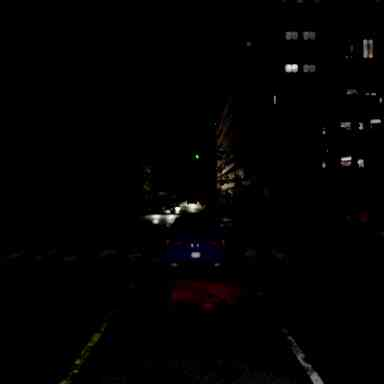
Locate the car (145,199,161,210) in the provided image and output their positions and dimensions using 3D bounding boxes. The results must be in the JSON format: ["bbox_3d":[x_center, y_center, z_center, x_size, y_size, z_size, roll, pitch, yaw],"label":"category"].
[{"bbox_3d":[-5.693,1.755,48.643,1.752,1.417,4.829,0,0,0],"label":"car"}]

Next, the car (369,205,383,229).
[{"bbox_3d":[15.201,1.884,22.640,5.008,1.535,1.882,1,0,-1],"label":"car"}]

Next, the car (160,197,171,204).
[{"bbox_3d":[-5.697,1.799,71.334,1.967,1.590,4.097,0,0,0],"label":"car"}]

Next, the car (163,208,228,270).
[{"bbox_3d":[0.099,1.526,11.293,1.882,1.535,5.008,0,0,0],"label":"car"}]

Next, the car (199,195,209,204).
[{"bbox_3d":[2.683,1.708,76.965,2.192,1.841,5.009,0,0,0],"label":"car"}]

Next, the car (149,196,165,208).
[{"bbox_3d":[-5.694,1.577,54.444,2.192,1.841,5.009,0,0,0],"label":"car"}]

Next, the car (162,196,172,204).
[{"bbox_3d":[-5.697,1.833,76.963,1.967,1.590,4.097,0,0,0],"label":"car"}]

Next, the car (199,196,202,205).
[{"bbox_3d":[2.685,1.733,60.074,1.967,1.590,4.097,0,0,0],"label":"car"}]

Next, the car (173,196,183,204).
[{"bbox_3d":[-3.009,1.729,70.501,1.882,1.535,5.008,0,0,0],"label":"car"}]

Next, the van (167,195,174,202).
[{"bbox_3d":[-5.700,1.804,88.224,1.690,1.788,3.998,0,0,0],"label":"van"}]

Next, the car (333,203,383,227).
[{"bbox_3d":[13.463,1.711,25.232,5.009,1.841,2.192,1,-1,-1],"label":"car"}]

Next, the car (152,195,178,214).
[{"bbox_3d":[-3.093,1.397,38.362,2.150,2.045,5.566,0,0,-1],"label":"car"}]

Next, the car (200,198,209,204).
[{"bbox_3d":[2.683,1.904,71.333,1.887,1.381,4.507,0,0,0],"label":"car"}]

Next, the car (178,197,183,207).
[{"bbox_3d":[-3.049,1.868,55.385,1.895,1.301,4.718,0,0,1],"label":"car"}]

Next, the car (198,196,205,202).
[{"bbox_3d":[2.680,1.940,93.853,1.967,1.590,4.097,0,0,0],"label":"car"}]

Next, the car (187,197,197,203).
[{"bbox_3d":[-0.009,1.808,76.687,2.033,1.411,5.357,0,0,0],"label":"car"}]

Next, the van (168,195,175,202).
[{"bbox_3d":[-5.700,1.841,93.853,1.690,1.788,3.998,0,0,0],"label":"van"}]

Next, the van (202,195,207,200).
[{"bbox_3d":[2.687,1.572,48.814,1.690,1.788,3.998,0,0,0],"label":"van"}]

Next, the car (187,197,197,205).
[{"bbox_3d":[-0.009,1.807,66.268,1.882,1.535,5.008,0,0,0],"label":"car"}]

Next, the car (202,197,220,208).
[{"bbox_3d":[2.687,1.746,43.182,1.887,1.381,4.507,0,0,0],"label":"car"}]

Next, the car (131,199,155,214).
[{"bbox_3d":[-5.692,1.739,37.551,1.947,1.339,4.313,0,0,0],"label":"car"}]

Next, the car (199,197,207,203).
[{"bbox_3d":[2.681,1.978,82.594,2.008,1.369,4.403,0,0,0],"label":"car"}]
